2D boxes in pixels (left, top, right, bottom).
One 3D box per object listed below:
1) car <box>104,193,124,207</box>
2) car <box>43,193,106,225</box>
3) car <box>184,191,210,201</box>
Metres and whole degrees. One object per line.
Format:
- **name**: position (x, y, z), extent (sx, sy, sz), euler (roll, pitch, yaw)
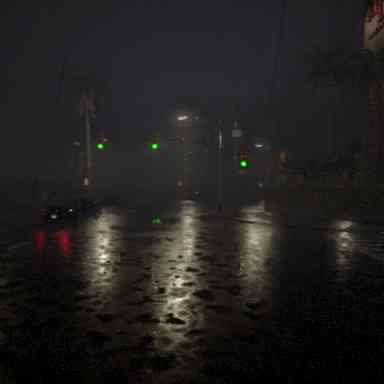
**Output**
- **car**: position (-8.515, 0.769, 32.245), extent (2.033, 1.411, 5.357), euler (1, 1, 17)
- **car**: position (-6.872, 1.030, 19.349), extent (1.812, 1.442, 4.674), euler (1, 1, 5)
- **car**: position (0.710, 0.583, 49.020), extent (1.994, 1.385, 4.181), euler (2, 1, 42)
